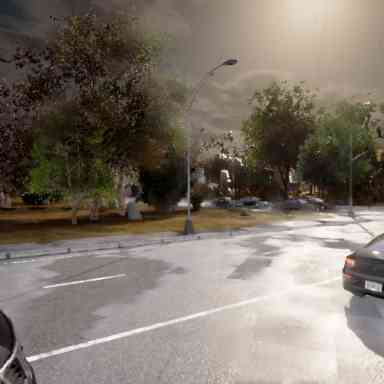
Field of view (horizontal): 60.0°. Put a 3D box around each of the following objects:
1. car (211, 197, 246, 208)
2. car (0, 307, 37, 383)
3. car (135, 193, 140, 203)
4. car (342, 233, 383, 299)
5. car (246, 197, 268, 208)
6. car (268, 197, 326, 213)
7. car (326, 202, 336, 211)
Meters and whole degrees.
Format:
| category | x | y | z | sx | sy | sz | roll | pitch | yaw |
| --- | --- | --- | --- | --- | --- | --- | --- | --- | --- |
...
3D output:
| category | x | y | z | sx | sy | sz | roll | pitch | yaw |
| --- | --- | --- | --- | --- | --- | --- | --- | --- | --- |
| car | 4.651 | 1.415 | 45.462 | 1.837 | 1.490 | 4.892 | 0 | 0 | -37 |
| car | -3.569 | 1.219 | 1.159 | 5.566 | 2.045 | 2.150 | 0 | 0 | -36 |
| car | -8.760 | 1.140 | 63.047 | 2.150 | 2.045 | 5.566 | 0 | 0 | -37 |
| car | 5.138 | 1.515 | 7.265 | 4.674 | 1.442 | 1.812 | 0 | 0 | -35 |
| car | 8.446 | 1.388 | 46.269 | 2.128 | 1.511 | 4.902 | 0 | 0 | -38 |
| car | 11.469 | 1.456 | 36.592 | 2.033 | 1.411 | 5.357 | 0 | 0 | -38 |
| car | 14.186 | 1.372 | 38.801 | 1.882 | 1.535 | 5.008 | 0 | 0 | -38 |
